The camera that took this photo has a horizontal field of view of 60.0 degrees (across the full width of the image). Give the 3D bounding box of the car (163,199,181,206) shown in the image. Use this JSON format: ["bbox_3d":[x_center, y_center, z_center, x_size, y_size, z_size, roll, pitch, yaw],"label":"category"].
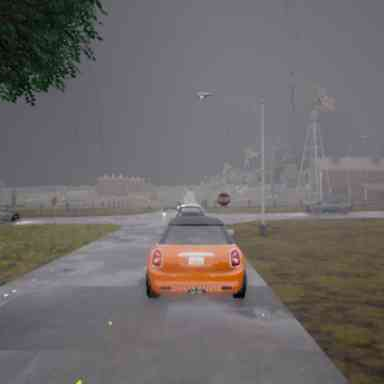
[{"bbox_3d":[-2.892,1.877,45.750,1.837,1.490,4.892,0,-1,0],"label":"car"}]

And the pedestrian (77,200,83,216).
[{"bbox_3d":[-12.193,1.705,36.150,0.375,1.860,0.375,0,2,0],"label":"pedestrian"}]

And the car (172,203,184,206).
[{"bbox_3d":[-0.177,1.646,21.089,1.837,1.490,4.892,0,-1,-3],"label":"car"}]

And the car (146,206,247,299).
[{"bbox_3d":[0.085,1.404,8.739,2.097,1.767,4.553,0,0,0],"label":"car"}]

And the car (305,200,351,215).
[{"bbox_3d":[13.468,1.485,33.038,4.181,1.385,1.994,-1,1,-1],"label":"car"}]

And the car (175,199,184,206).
[{"bbox_3d":[-2.835,2.403,76.950,1.994,1.385,4.181,0,-1,0],"label":"car"}]

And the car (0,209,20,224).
[{"bbox_3d":[-17.973,2.119,30.200,4.181,1.385,1.994,-1,1,0],"label":"car"}]

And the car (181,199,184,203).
[{"bbox_3d":[-2.874,2.139,62.059,2.033,1.411,5.357,0,-1,0],"label":"car"}]
